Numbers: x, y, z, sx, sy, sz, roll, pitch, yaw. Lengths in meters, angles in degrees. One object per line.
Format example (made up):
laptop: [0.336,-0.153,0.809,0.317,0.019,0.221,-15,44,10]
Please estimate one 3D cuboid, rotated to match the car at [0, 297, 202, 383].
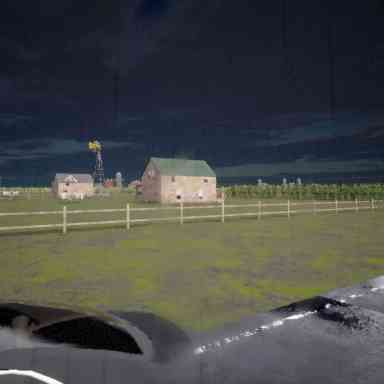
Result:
car: [-2.117,1.505,1.559,4.892,1.490,1.837,0,0,-36]
